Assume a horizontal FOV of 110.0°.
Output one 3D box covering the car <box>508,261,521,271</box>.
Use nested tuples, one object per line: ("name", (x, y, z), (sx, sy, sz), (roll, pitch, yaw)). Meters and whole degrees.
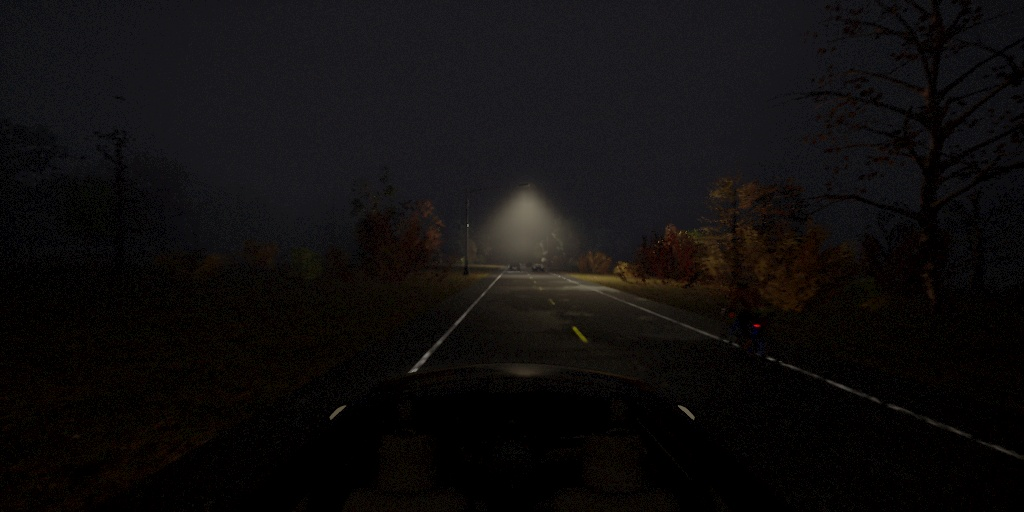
("car", (0.493, 1.813, 60.628), (1.812, 1.442, 4.674), (1, -1, 1))

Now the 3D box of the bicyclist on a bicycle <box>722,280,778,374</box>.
("bicyclist on a bicycle", (4.486, 1.291, 6.858), (0.582, 1.620, 1.656), (1, -1, 1))

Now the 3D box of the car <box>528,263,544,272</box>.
("car", (4.090, 1.896, 57.696), (1.895, 1.301, 4.718), (1, -1, 1))
